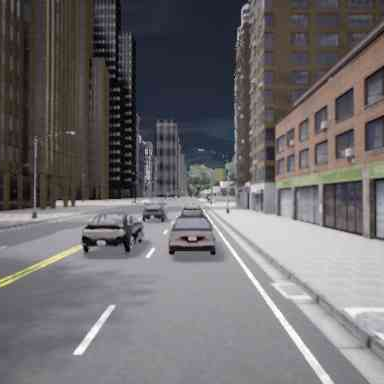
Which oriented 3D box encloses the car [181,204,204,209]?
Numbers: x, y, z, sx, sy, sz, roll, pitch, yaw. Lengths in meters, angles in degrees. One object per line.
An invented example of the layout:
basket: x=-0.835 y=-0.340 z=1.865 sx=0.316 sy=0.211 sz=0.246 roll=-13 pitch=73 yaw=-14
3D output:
car: x=0.036 y=1.756 z=29.300 sx=2.128 sy=1.511 sz=4.902 roll=0 pitch=0 yaw=0

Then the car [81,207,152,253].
car: x=-3.230 y=1.625 z=14.306 sx=2.128 sy=1.511 sz=4.902 roll=0 pitch=0 yaw=0

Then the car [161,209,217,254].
car: x=0.017 y=1.677 z=13.998 sx=2.033 sy=1.411 sz=5.357 roll=0 pitch=0 yaw=0

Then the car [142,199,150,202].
car: x=-9.671 y=2.124 z=71.033 sx=1.812 sy=1.442 sz=4.674 roll=0 pitch=0 yaw=0

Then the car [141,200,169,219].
car: x=-3.214 y=1.772 z=29.311 sx=1.837 sy=1.490 sz=4.892 roll=0 pitch=0 yaw=0
